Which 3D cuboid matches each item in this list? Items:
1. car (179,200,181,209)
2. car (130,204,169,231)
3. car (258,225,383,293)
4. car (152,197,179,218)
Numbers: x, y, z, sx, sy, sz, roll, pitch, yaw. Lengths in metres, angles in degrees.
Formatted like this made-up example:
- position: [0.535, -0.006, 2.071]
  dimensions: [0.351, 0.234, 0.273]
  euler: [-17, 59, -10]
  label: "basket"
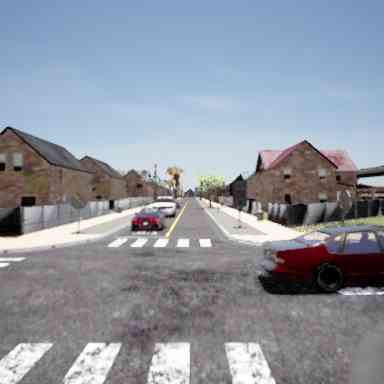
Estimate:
- position: [-2.758, 1.963, 54.352]
  dimensions: [2.128, 1.511, 4.902]
  euler: [0, -1, 1]
  label: "car"
- position: [-2.835, 1.759, 22.254]
  dimensions: [1.994, 1.385, 4.181]
  euler: [0, 0, 0]
  label: "car"
- position: [4.406, 1.540, 8.252]
  dimensions: [5.357, 1.411, 2.033]
  euler: [-1, -1, 1]
  label: "car"
- position: [-2.834, 1.525, 34.647]
  dimensions: [2.150, 2.045, 5.566]
  euler: [0, -1, 0]
  label: "car"
